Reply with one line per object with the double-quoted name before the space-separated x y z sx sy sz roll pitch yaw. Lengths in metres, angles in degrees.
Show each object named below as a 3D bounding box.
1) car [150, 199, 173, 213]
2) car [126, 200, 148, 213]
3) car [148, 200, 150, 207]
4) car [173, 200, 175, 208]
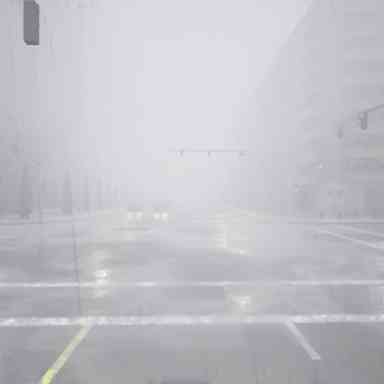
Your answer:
"car" -4.078 1.978 45.340 2.128 1.511 4.902 0 0 0
"car" -7.576 2.056 45.004 1.994 1.385 4.181 0 -1 0
"car" -7.712 2.224 61.024 1.994 1.385 4.181 0 -1 0
"car" -4.217 2.175 62.849 1.837 1.490 4.892 0 0 0
